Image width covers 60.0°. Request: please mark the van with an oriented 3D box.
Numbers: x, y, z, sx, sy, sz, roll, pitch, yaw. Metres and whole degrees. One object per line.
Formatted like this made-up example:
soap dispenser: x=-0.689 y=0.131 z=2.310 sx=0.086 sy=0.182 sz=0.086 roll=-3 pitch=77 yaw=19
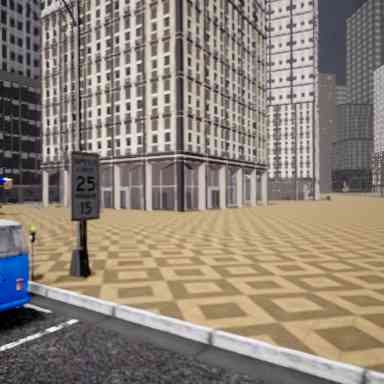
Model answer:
van: x=-4.711 y=1.316 z=6.124 sx=3.998 sy=1.788 sz=1.690 roll=0 pitch=0 yaw=33
